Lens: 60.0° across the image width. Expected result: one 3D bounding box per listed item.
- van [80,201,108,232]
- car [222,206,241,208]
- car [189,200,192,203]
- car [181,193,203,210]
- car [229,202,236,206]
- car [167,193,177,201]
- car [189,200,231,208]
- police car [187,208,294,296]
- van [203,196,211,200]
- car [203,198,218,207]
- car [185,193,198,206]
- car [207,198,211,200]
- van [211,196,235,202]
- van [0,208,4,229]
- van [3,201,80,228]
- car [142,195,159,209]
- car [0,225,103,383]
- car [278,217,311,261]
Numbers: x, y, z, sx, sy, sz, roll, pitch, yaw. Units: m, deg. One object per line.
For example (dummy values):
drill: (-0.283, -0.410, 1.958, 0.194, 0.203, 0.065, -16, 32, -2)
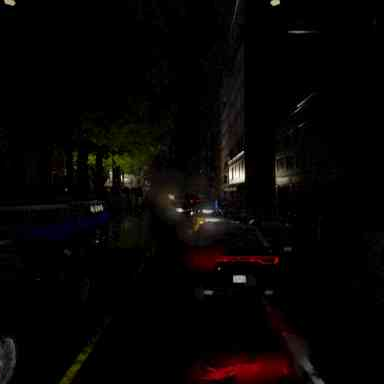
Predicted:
van: (-5.680, 1.368, 17.740, 1.690, 1.788, 3.998, 0, 0, 0)
car: (2.846, 1.610, 17.772, 1.802, 1.307, 4.206, 0, 0, 0)
car: (0.887, 1.561, 24.743, 1.812, 1.442, 4.674, 0, 0, 0)
car: (-0.022, 1.271, 44.736, 2.150, 2.045, 5.566, 0, 0, 0)
car: (2.842, 1.616, 23.432, 1.802, 1.307, 4.206, 0, 0, 0)
car: (-5.719, 1.575, 89.548, 1.752, 1.417, 4.829, 0, 0, 0)
car: (0.889, 1.484, 18.933, 1.801, 1.575, 5.366, 0, 0, 0)
police car: (0.895, 1.441, 8.854, 1.930, 1.638, 5.238, 0, 0, 0)
van: (2.830, 1.392, 46.074, 1.690, 1.788, 3.998, 0, 0, 0)
car: (2.827, 1.618, 51.735, 1.947, 1.339, 4.313, 0, 0, 0)
car: (-0.033, 1.274, 59.332, 2.150, 2.045, 5.566, 0, 0, 0)
car: (2.836, 1.589, 34.753, 1.887, 1.381, 4.507, 0, 0, 0)
van: (2.839, 1.381, 29.093, 1.690, 1.788, 3.998, 0, 0, 0)
van: (-5.674, 1.352, 6.424, 1.690, 1.788, 3.998, 0, 0, 0)
van: (-5.677, 1.361, 12.082, 1.690, 1.788, 3.998, 0, 0, 0)
car: (-5.695, 1.365, 46.030, 2.192, 1.841, 5.009, 0, 0, 0)
car: (-3.003, 1.535, 5.254, 1.812, 1.442, 4.674, 0, 0, 0)
car: (2.849, 1.565, 12.111, 1.887, 1.381, 4.507, 0, 0, 0)
